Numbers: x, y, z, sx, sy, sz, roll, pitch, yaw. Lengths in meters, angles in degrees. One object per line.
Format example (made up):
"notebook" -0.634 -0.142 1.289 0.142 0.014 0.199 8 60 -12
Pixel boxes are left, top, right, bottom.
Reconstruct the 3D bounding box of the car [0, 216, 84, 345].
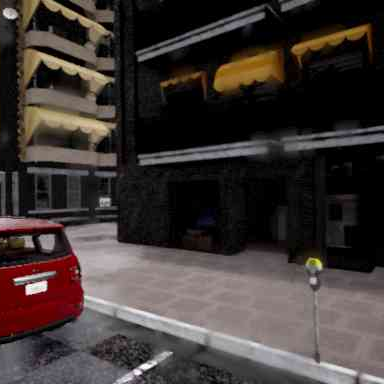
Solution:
"car" -3.971 1.346 5.733 5.009 1.841 2.192 0 -1 36
